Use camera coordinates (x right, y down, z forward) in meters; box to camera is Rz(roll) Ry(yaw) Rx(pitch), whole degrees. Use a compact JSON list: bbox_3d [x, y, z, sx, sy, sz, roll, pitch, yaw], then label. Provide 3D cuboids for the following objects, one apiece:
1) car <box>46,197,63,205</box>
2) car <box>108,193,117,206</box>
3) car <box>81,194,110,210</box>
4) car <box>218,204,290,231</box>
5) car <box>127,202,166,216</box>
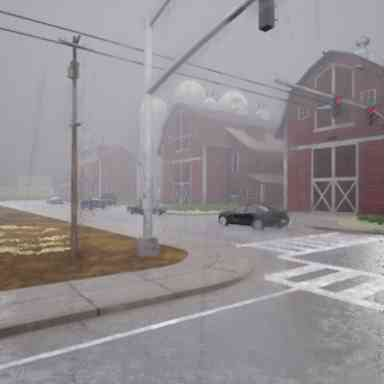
[{"bbox_3d":[-24.159,1.542,58.606,1.812,1.442,4.674,0,0,-37],"label":"car"},{"bbox_3d":[-13.397,1.174,50.920,3.866,1.878,1.905,-2,5,11],"label":"car"},{"bbox_3d":[-12.987,1.437,43.516,1.882,1.535,5.008,-1,1,-37],"label":"car"},{"bbox_3d":[3.741,1.492,20.960,1.882,1.535,5.008,0,0,-36],"label":"car"},{"bbox_3d":[-4.462,1.619,32.031,1.895,1.301,4.718,0,0,-36],"label":"car"}]
